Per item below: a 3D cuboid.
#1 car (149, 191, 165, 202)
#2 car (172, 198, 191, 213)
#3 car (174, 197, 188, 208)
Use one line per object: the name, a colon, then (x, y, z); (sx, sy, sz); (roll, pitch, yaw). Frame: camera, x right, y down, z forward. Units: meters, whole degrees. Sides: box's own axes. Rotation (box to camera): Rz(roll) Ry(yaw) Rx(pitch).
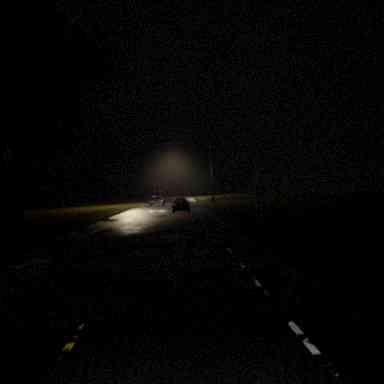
car: (-5.171, 0.888, 49.522); (2.150, 2.045, 5.566); (-2, 0, -2)
car: (-1.185, 1.462, 36.857); (1.882, 1.535, 5.008); (-2, 0, -1)
car: (-1.562, 1.482, 48.143); (1.994, 1.385, 4.181); (-2, 1, -1)
